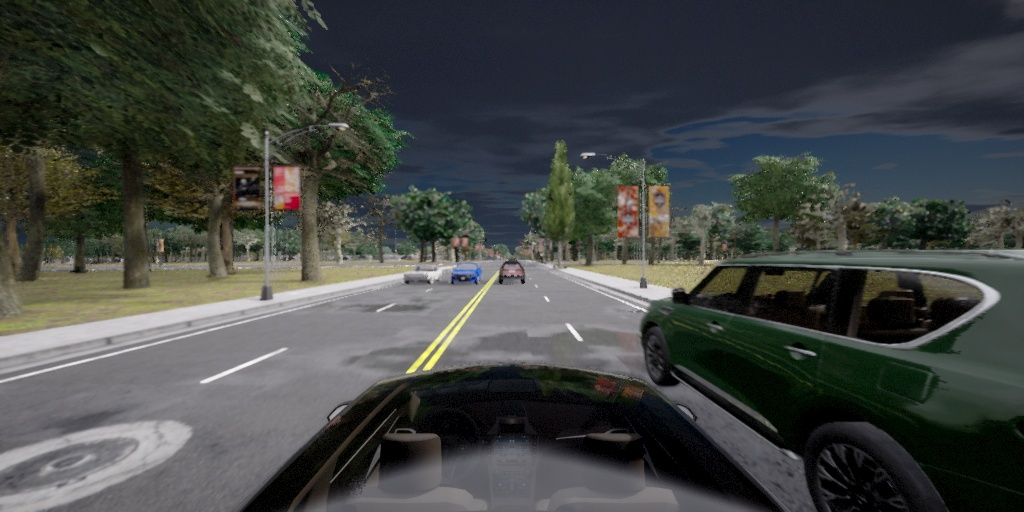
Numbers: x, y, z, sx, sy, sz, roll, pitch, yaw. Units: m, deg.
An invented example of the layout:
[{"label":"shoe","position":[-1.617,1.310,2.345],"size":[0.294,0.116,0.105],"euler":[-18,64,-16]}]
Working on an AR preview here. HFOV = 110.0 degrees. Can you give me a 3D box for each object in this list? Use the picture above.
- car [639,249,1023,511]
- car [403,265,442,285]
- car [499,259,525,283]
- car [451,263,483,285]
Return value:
[{"label":"car","position":[3.250,0.972,3.812],"size":[2.150,2.045,5.566],"euler":[0,0,0]},{"label":"car","position":[-6.501,1.355,26.459],"size":[1.895,1.301,4.718],"euler":[0,0,0]},{"label":"car","position":[-0.001,1.186,28.185],"size":[2.033,1.649,4.856],"euler":[0,0,0]},{"label":"car","position":[-3.252,1.234,26.432],"size":[1.882,1.535,5.008],"euler":[0,0,0]}]
